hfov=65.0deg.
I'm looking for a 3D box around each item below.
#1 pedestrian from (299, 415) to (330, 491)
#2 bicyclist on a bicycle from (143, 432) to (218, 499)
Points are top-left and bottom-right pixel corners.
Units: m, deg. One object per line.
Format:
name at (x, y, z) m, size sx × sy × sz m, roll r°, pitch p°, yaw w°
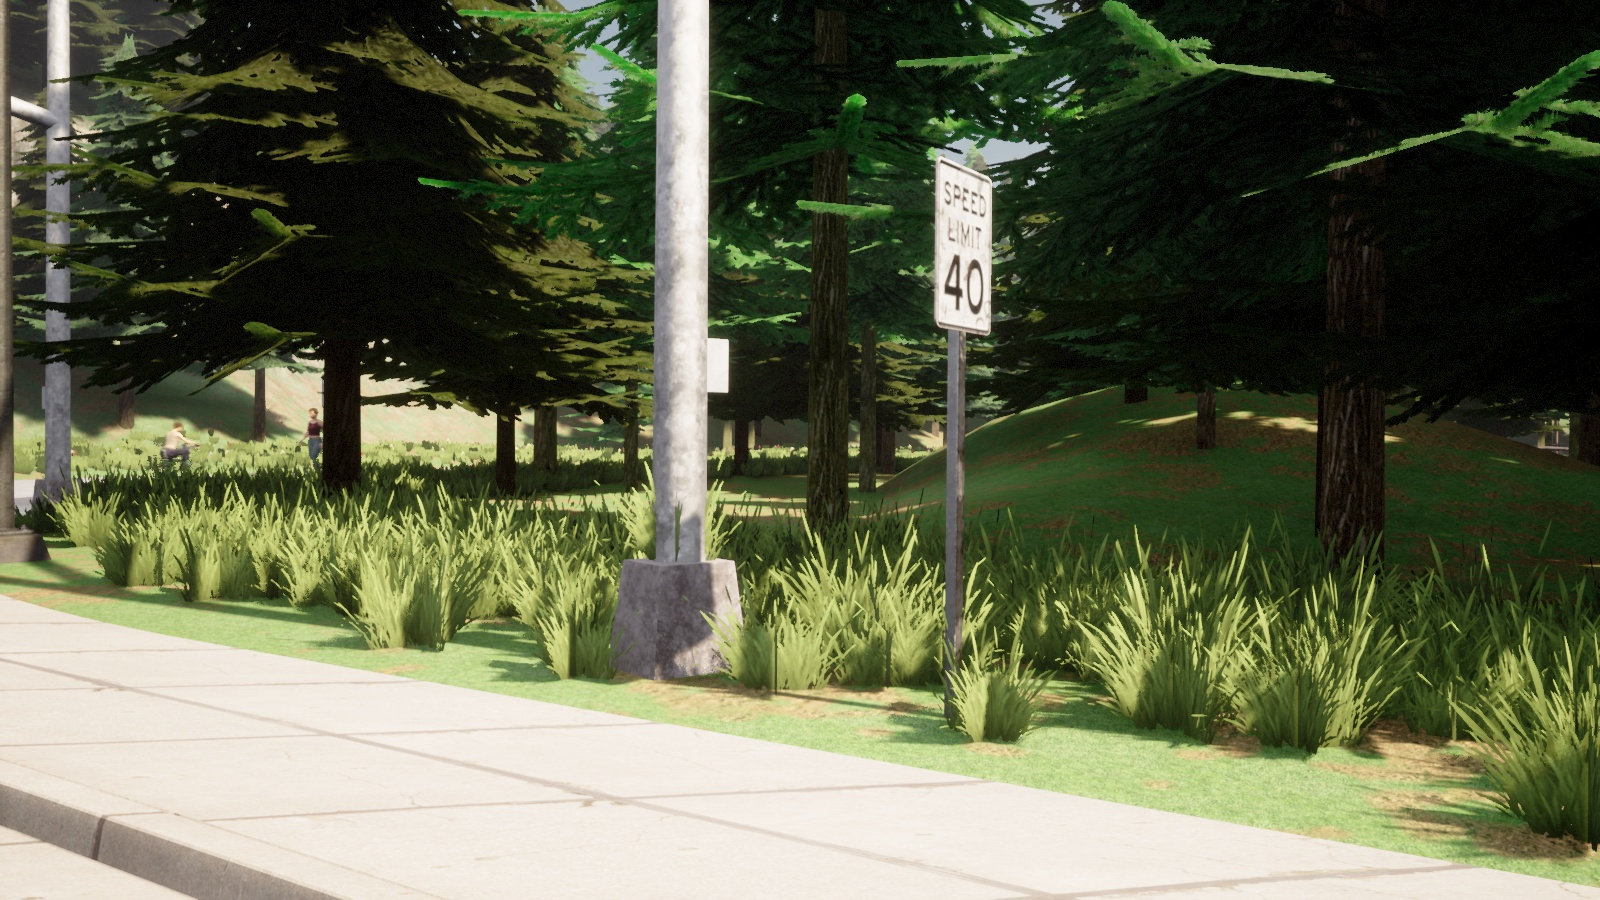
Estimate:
pedestrian at (-11.937, 0.071, 30.874) m, size 0.345 × 1.836 × 0.594 m, roll 0°, pitch 1°, yaw 26°
bicyclist on a bicycle at (-15.521, 0.369, 31.473) m, size 0.866 × 1.612 × 1.509 m, roll 1°, pitch 1°, yaw 19°
